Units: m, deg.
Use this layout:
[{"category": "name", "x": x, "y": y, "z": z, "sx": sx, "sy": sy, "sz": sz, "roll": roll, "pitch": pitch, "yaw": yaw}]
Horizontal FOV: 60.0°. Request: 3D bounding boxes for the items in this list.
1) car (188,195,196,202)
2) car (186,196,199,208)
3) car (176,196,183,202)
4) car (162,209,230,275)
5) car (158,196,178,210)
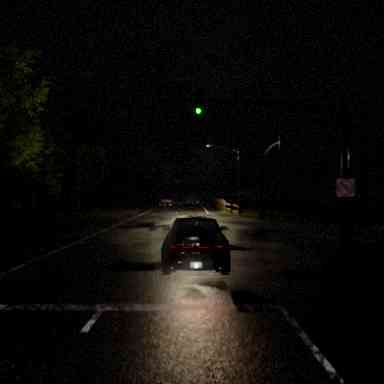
[{"category": "car", "x": 0.039, "y": 1.652, "z": 82.336, "sx": 1.882, "sy": 1.535, "sz": 5.008, "roll": 0, "pitch": 0, "yaw": 0}, {"category": "car", "x": 0.124, "y": 1.677, "z": 51.365, "sx": 1.994, "sy": 1.385, "sz": 4.181, "roll": 0, "pitch": 0, "yaw": 0}, {"category": "car", "x": -3.459, "y": 1.703, "z": 83.863, "sx": 2.128, "sy": 1.511, "sz": 4.902, "roll": 0, "pitch": 0, "yaw": 0}, {"category": "car", "x": 0.105, "y": 1.532, "z": 10.580, "sx": 1.837, "sy": 1.490, "sz": 4.892, "roll": 0, "pitch": 0, "yaw": 0}, {"category": "car", "x": -3.379, "y": 1.646, "z": 44.066, "sx": 2.033, "sy": 1.411, "sz": 5.357, "roll": 0, "pitch": 0, "yaw": 0}]
